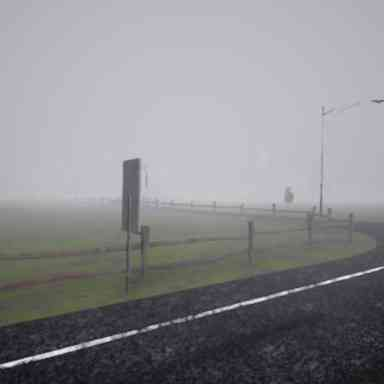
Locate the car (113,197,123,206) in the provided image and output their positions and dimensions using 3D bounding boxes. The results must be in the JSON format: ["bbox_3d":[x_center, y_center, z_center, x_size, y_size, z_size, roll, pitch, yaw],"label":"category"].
[{"bbox_3d":[-11.519,1.621,55.691,2.033,1.411,5.357,1,-1,-35],"label":"car"}]
